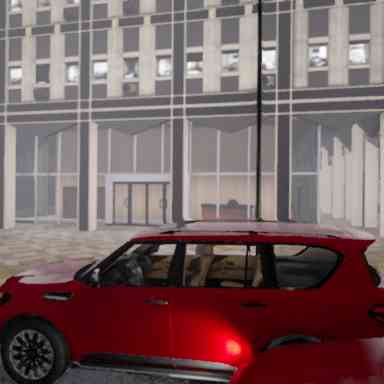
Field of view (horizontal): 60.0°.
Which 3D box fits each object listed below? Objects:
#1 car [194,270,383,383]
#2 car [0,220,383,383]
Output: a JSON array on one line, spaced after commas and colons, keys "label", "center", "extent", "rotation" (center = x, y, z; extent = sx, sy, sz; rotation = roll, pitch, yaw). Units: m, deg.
[{"label": "car", "center": [2.502, 1.531, 1.982], "extent": [4.674, 1.442, 1.812], "rotation": [0, 0, 13]}, {"label": "car", "center": [-0.082, 1.328, 4.395], "extent": [5.009, 1.841, 2.192], "rotation": [0, 0, 11]}]
